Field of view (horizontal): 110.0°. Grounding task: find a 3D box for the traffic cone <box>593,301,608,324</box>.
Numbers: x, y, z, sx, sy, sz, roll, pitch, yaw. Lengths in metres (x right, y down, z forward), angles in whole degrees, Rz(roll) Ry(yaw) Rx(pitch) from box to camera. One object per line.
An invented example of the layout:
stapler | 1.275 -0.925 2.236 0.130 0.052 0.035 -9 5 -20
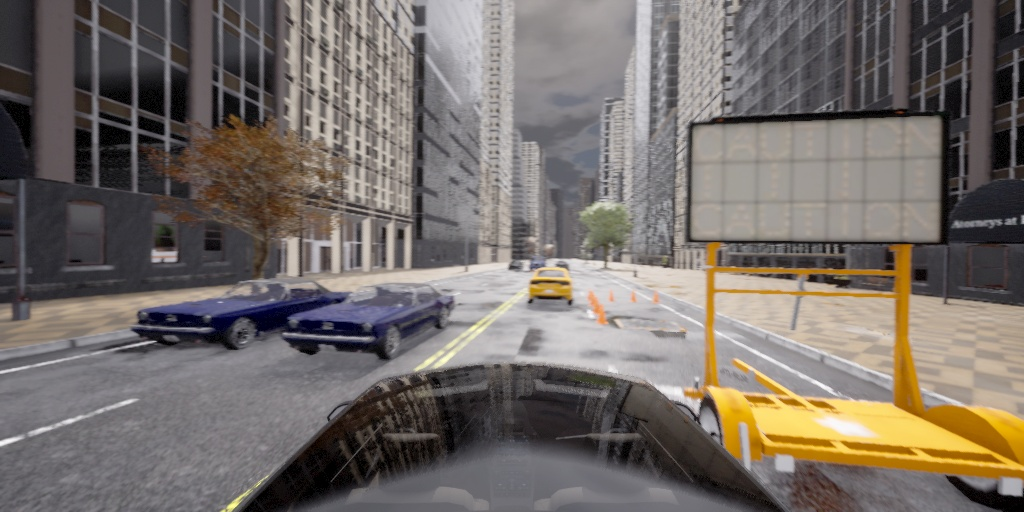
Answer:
traffic cone | 2.762 1.771 11.069 0.340 0.580 0.340 0 0 9

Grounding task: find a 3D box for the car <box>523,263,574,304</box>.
car | 1.884 1.288 16.912 1.882 1.535 5.008 1 0 9

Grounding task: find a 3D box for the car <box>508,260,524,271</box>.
car | 0.579 1.355 52.161 1.837 1.490 4.892 1 0 9

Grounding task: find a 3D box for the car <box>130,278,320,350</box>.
car | -6.116 1.256 8.956 1.895 1.301 4.718 1 0 9

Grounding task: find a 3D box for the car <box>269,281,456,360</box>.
car | -2.905 1.312 8.462 1.895 1.301 4.718 1 0 9

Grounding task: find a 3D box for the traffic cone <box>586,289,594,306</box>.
traffic cone | 3.370 1.789 15.023 0.340 0.580 0.340 0 0 9

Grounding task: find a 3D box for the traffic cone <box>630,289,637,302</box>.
traffic cone | 5.650 1.832 16.696 0.340 0.580 0.340 0 0 9

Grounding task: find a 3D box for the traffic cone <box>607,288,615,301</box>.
traffic cone | 4.662 1.815 16.847 0.340 0.580 0.340 0 0 9

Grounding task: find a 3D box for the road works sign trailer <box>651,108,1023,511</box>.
road works sign trailer | 3.085 0.273 3.965 2.380 3.560 2.880 0 0 10

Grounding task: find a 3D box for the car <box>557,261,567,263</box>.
car | 6.620 1.455 47.709 1.837 1.490 4.892 1 0 9

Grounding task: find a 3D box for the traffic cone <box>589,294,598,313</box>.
traffic cone | 3.066 1.780 13.046 0.340 0.580 0.340 0 0 9

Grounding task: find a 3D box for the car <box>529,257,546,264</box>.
car | 3.765 1.124 51.449 2.150 2.045 5.566 1 0 9
